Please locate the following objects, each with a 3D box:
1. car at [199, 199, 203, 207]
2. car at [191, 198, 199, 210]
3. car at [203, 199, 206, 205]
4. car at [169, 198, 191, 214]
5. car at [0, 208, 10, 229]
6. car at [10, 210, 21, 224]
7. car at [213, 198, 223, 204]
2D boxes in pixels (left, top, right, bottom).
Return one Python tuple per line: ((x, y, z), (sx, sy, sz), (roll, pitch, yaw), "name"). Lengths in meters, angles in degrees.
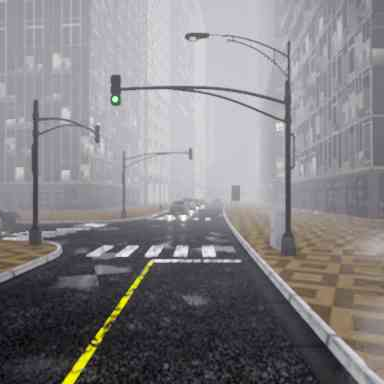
((0.385, 1.850, 56.944), (1.812, 1.442, 4.674), (0, 0, 7), "car")
((-0.672, 1.629, 47.189), (2.097, 1.767, 4.553), (0, 0, 6), "car")
((1.681, 1.968, 66.799), (1.895, 1.301, 4.718), (0, 0, 8), "car")
((-1.483, 1.735, 38.085), (1.837, 1.490, 4.892), (0, 0, 5), "car")
((-14.663, 1.720, 21.391), (4.553, 1.767, 2.097), (-1, -1, 11), "car")
((-16.515, 2.039, 27.591), (4.403, 1.369, 2.008), (-1, 0, 10), "car")
((5.740, 1.932, 73.723), (2.033, 1.411, 5.357), (0, 0, 9), "car")
